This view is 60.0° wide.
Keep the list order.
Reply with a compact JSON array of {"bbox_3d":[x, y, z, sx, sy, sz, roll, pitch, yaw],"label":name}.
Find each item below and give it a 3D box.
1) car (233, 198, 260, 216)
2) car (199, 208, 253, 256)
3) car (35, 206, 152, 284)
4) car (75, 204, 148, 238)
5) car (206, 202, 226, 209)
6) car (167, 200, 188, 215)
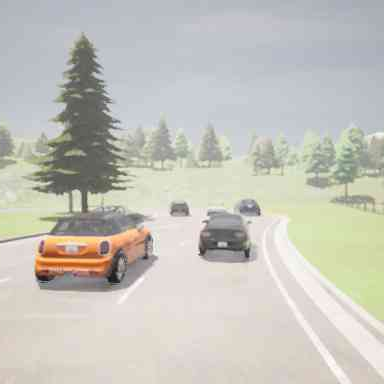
[{"bbox_3d":[5.561,1.447,34.398,2.097,1.767,4.553,0,0,-2],"label":"car"},{"bbox_3d":[1.389,1.563,13.216,1.812,1.442,4.674,0,0,10],"label":"car"},{"bbox_3d":[-2.616,1.383,9.961,2.097,1.767,4.553,0,0,6],"label":"car"},{"bbox_3d":[-4.425,1.550,19.318,2.128,1.511,4.902,0,0,13],"label":"car"},{"bbox_3d":[2.367,1.695,33.353,1.895,1.301,4.718,0,0,2],"label":"car"},{"bbox_3d":[-1.517,1.594,35.240,2.128,1.511,4.902,0,0,-8],"label":"car"}]
